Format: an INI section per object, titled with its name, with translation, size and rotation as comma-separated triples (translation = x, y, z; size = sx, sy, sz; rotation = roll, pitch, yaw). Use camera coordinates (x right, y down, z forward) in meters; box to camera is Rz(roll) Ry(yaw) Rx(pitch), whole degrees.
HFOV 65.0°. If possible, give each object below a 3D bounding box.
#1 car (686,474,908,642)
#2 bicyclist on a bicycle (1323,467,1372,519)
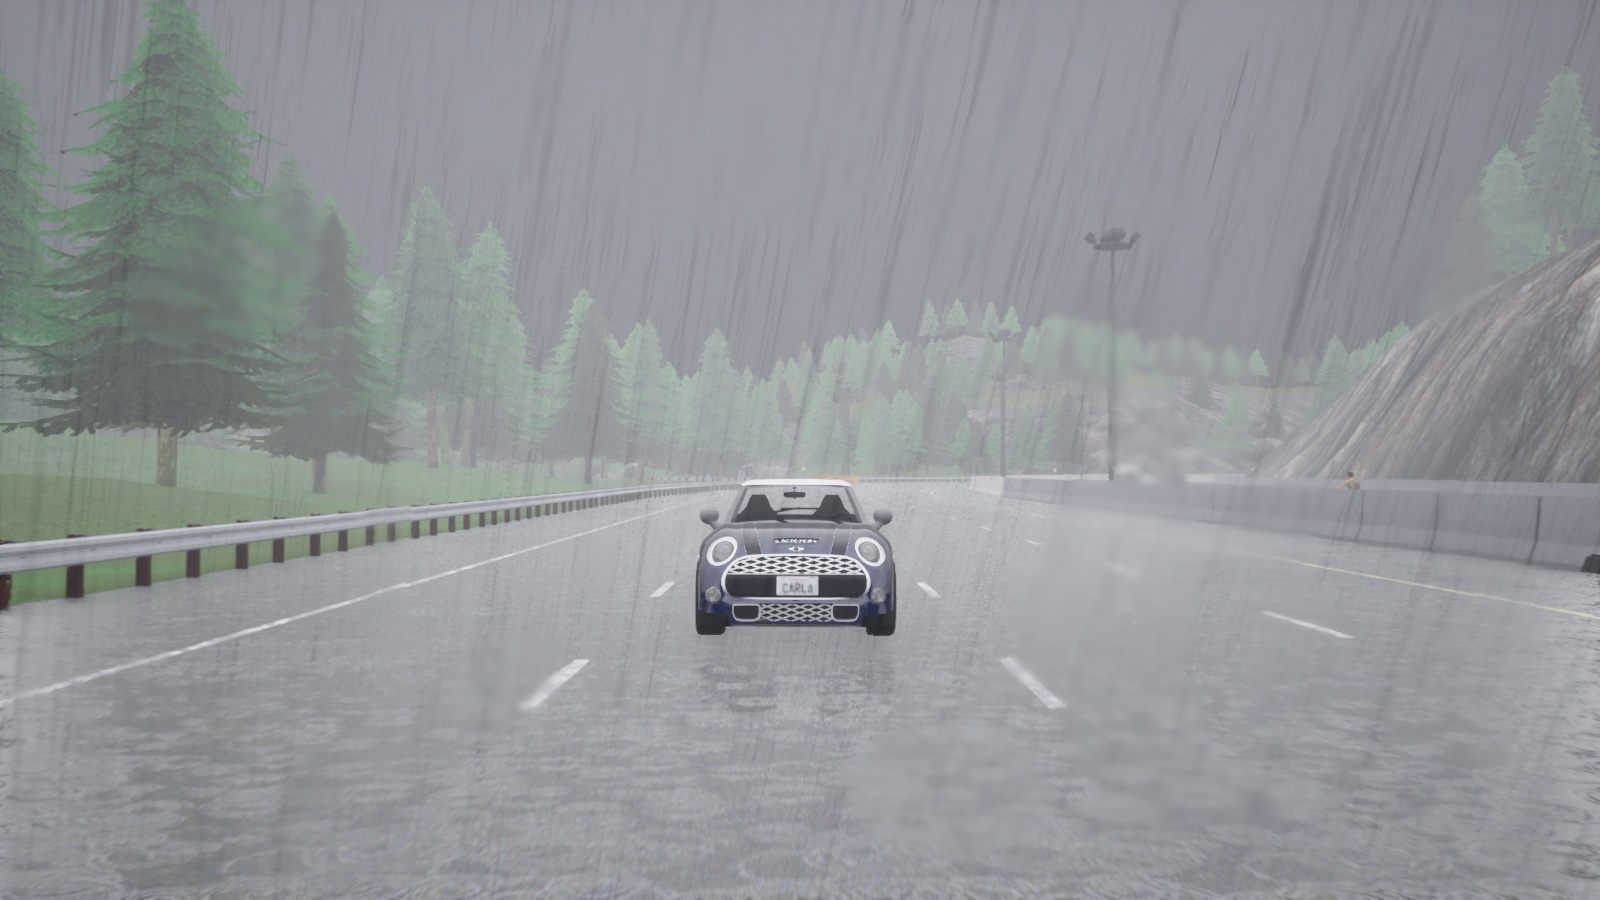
[car]
translation = -0.032, 1.000, 13.113
size = 1.970, 1.475, 3.806
rotation = 0, -1, 0
[bicyclist on a bicycle]
translation = 17.398, 1.350, 39.929
size = 0.866, 1.612, 1.509
rotation = 0, -1, 0
